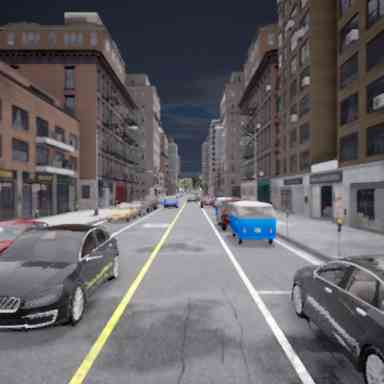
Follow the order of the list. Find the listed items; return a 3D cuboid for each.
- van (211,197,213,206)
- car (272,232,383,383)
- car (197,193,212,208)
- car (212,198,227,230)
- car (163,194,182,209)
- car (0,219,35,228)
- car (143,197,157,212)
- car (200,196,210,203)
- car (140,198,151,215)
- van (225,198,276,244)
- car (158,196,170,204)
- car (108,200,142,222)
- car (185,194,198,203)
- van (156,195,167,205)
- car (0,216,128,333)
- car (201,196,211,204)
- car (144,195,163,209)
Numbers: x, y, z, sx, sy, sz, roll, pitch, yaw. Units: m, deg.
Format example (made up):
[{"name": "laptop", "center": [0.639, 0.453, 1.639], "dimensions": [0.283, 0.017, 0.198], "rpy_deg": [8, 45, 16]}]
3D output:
[{"name": "van", "center": [2.686, 1.348, 26.261], "dimensions": [1.690, 1.788, 3.998], "rpy_deg": [0, 0, 0]}, {"name": "car", "center": [2.701, 1.552, 4.636], "dimensions": [2.008, 1.369, 4.403], "rpy_deg": [0, 0, 0]}, {"name": "car", "center": [2.275, 1.365, 48.744], "dimensions": [2.097, 1.767, 4.553], "rpy_deg": [0, 0, 0]}, {"name": "car", "center": [2.690, 1.321, 20.855], "dimensions": [2.192, 1.841, 5.009], "rpy_deg": [0, 0, 0]}, {"name": "car", "center": [-2.824, 1.489, 45.809], "dimensions": [1.882, 1.535, 5.008], "rpy_deg": [0, 0, 0]}, {"name": "car", "center": [-5.401, 1.548, 10.043], "dimensions": [1.887, 1.381, 4.507], "rpy_deg": [0, 0, 0]}, {"name": "car", "center": [-5.387, 1.575, 37.074], "dimensions": [1.947, 1.339, 4.313], "rpy_deg": [0, 0, 0]}, {"name": "car", "center": [2.658, 1.569, 69.510], "dimensions": [2.008, 1.369, 4.403], "rpy_deg": [0, 0, 0]}, {"name": "car", "center": [-5.390, 1.559, 31.668], "dimensions": [2.008, 1.369, 4.403], "rpy_deg": [0, 0, 0]}, {"name": "van", "center": [2.694, 1.345, 15.448], "dimensions": [1.690, 1.788, 3.998], "rpy_deg": [0, 0, 0]}, {"name": "car", "center": [-5.373, 1.567, 64.105], "dimensions": [2.008, 1.369, 4.403], "rpy_deg": [0, 0, 0]}, {"name": "car", "center": [-5.393, 1.532, 26.092], "dimensions": [1.752, 1.417, 4.829], "rpy_deg": [0, 0, 0]}, {"name": "car", "center": [0.020, 1.578, 68.895], "dimensions": [1.994, 1.385, 4.181], "rpy_deg": [0, 0, 0]}, {"name": "van", "center": [-5.376, 1.356, 58.699], "dimensions": [1.690, 1.788, 3.998], "rpy_deg": [0, 0, 0]}, {"name": "car", "center": [-2.836, 1.508, 7.141], "dimensions": [1.837, 1.490, 4.892], "rpy_deg": [0, 0, 0]}, {"name": "car", "center": [2.661, 1.542, 64.274], "dimensions": [1.752, 1.417, 4.829], "rpy_deg": [0, 0, 0]}, {"name": "car", "center": [-5.384, 1.326, 42.480], "dimensions": [2.192, 1.841, 5.009], "rpy_deg": [0, 0, 0]}]
